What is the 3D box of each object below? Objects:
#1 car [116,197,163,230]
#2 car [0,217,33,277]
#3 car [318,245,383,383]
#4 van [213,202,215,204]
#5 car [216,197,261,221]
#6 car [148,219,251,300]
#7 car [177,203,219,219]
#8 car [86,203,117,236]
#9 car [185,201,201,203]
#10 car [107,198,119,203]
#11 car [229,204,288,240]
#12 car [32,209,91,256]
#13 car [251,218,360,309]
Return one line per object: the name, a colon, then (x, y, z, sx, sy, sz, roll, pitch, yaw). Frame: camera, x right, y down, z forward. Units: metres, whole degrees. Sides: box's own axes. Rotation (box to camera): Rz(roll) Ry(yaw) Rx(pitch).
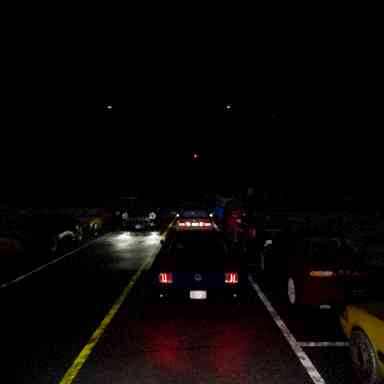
car: (-3.015, 1.353, 20.822, 2.097, 1.767, 4.553, 0, 0, 1)
car: (-5.750, 1.526, 7.598, 1.752, 1.417, 4.829, 0, 0, 0)
car: (2.765, 1.525, 2.482, 1.752, 1.417, 4.829, 0, 0, 0)
van: (2.822, 1.346, 29.500, 1.690, 1.788, 3.998, 0, 0, 0)
car: (2.799, 1.317, 18.625, 2.192, 1.841, 5.009, 0, 0, 0)
car: (0.118, 1.601, 8.340, 1.895, 1.301, 4.718, 0, 0, 0)
car: (0.134, 1.549, 17.930, 2.033, 1.411, 5.357, 0, 0, 0)
car: (-5.727, 1.527, 18.473, 1.752, 1.417, 4.829, 0, 0, 0)
car: (0.055, 1.482, 27.758, 1.882, 1.535, 5.008, 0, 0, 0)
car: (-5.715, 1.444, 24.080, 1.967, 1.590, 4.097, 0, 0, 0)
car: (2.787, 1.441, 13.187, 1.967, 1.590, 4.097, 0, 0, 0)
car: (-5.738, 1.567, 13.205, 1.947, 1.339, 4.313, 0, 0, 0)
car: (2.776, 1.545, 7.750, 1.887, 1.381, 4.507, 0, 0, 0)
